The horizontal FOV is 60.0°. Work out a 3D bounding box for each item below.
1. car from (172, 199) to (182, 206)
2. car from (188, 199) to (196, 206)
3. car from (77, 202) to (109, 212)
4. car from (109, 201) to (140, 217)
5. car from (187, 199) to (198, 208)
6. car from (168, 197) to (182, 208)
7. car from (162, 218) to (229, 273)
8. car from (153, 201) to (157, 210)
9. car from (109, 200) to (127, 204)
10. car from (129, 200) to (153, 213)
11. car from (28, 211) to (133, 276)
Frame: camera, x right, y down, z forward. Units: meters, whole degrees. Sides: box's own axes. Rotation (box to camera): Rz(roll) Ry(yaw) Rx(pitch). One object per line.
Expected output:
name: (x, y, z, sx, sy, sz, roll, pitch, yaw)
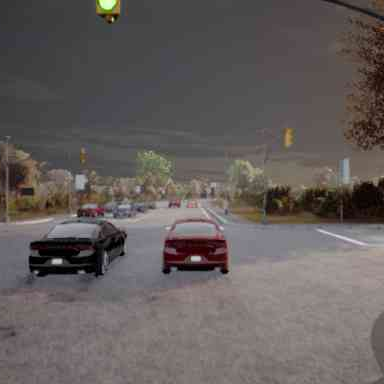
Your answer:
car: (-3.430, 2.293, 75.846, 1.882, 1.535, 5.008, 0, -1, 1)
car: (0.070, 2.292, 75.823, 1.882, 1.535, 5.008, 0, -1, 1)
car: (-10.571, 1.926, 35.106, 1.882, 1.535, 5.008, 0, -1, 0)
car: (-7.077, 1.979, 35.484, 1.812, 1.442, 4.674, 0, -1, 0)
car: (0.027, 2.189, 65.823, 2.097, 1.767, 4.553, 0, -1, 0)
car: (-3.474, 2.055, 65.470, 2.150, 2.045, 5.566, 0, -1, 0)
car: (0.103, 1.622, 11.209, 1.882, 1.535, 5.008, 0, -1, 0)
car: (-6.981, 2.257, 55.732, 2.033, 1.411, 5.357, 0, -1, 0)
car: (-10.526, 2.073, 44.522, 1.837, 1.490, 4.892, 0, -1, 1)
car: (-7.024, 2.122, 45.075, 2.033, 1.411, 5.357, 0, -1, 0)
car: (-3.396, 1.617, 10.848, 1.882, 1.535, 5.008, 0, 0, 0)
